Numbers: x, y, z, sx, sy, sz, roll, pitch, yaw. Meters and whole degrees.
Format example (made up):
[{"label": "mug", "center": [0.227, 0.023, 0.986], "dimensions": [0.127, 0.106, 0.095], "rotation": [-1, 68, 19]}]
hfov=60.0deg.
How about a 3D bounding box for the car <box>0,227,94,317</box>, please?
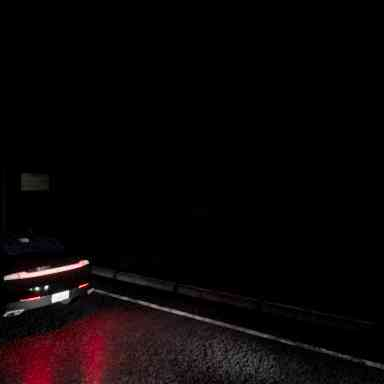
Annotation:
[{"label": "car", "center": [-4.082, 1.491, 6.887], "dimensions": [4.902, 1.511, 2.128], "rotation": [0, 0, 37]}]
